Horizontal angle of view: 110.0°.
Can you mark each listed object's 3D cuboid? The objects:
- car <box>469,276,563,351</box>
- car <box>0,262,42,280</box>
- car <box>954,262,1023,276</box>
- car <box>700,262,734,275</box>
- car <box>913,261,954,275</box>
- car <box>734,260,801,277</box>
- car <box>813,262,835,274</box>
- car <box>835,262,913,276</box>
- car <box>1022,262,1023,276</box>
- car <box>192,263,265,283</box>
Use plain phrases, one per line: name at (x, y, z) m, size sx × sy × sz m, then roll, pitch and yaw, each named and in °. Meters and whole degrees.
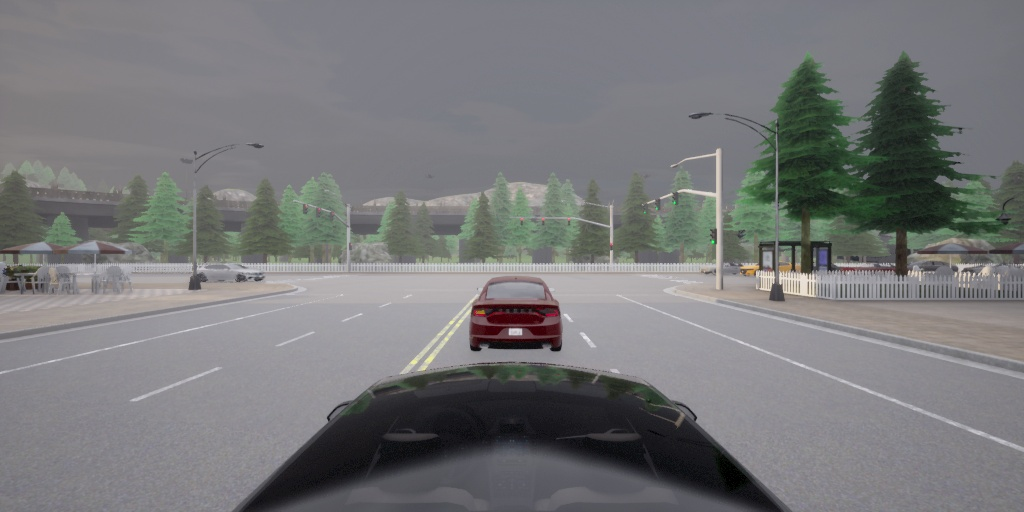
car at (0.103, 1.228, 8.989) m, size 1.882 × 1.535 × 5.008 m, roll 0°, pitch 0°, yaw 1°
car at (-37.488, 1.172, 26.045) m, size 5.008 × 1.535 × 1.882 m, roll 0°, pitch 0°, yaw -6°
car at (43.003, 1.258, 31.776) m, size 4.181 × 1.385 × 1.994 m, roll 0°, pitch 0°, yaw 14°
car at (21.881, 1.295, 36.646) m, size 4.718 × 1.301 × 1.895 m, roll 0°, pitch 0°, yaw 1°
car at (40.969, 1.199, 35.696) m, size 4.892 × 1.490 × 1.837 m, roll 0°, pitch 0°, yaw 10°
car at (23.817, 1.172, 33.115) m, size 5.008 × 1.535 × 1.882 m, roll 0°, pitch 0°, yaw 1°
car at (31.050, 1.295, 36.498) m, size 4.718 × 1.301 × 1.895 m, roll 0°, pitch 0°, yaw 2°
car at (33.121, 1.295, 32.923) m, size 4.718 × 1.301 × 1.895 m, roll 0°, pitch 0°, yaw 2°
car at (51.560, 1.242, 32.827) m, size 5.357 × 1.411 × 2.033 m, roll 0°, pitch 0°, yaw 22°
car at (-20.648, 1.220, 26.183) m, size 4.674 × 1.442 × 1.812 m, roll 0°, pitch 0°, yaw 2°
